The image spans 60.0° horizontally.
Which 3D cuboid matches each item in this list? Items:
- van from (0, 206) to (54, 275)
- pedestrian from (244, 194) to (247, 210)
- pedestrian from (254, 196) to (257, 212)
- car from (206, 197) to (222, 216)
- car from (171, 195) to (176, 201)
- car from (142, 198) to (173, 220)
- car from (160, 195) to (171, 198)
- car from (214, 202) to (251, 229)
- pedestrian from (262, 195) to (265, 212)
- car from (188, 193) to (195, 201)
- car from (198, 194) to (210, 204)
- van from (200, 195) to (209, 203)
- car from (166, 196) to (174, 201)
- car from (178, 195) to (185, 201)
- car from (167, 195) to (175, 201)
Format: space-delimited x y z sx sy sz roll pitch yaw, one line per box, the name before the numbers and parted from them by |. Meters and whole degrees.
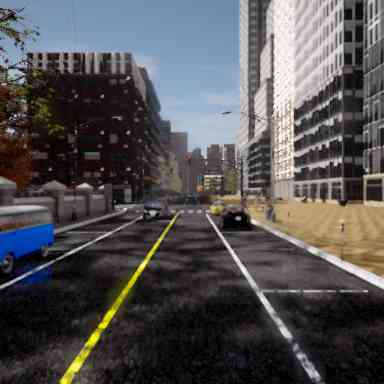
van | -5.696 1.347 10.116 1.690 1.788 3.998 0 0 0
pedestrian | 6.125 1.180 38.530 0.375 1.860 0.375 0 0 0
pedestrian | 7.126 1.320 37.330 0.375 1.860 0.375 0 0 0
car | 2.678 1.556 32.819 1.752 1.417 4.829 0 0 0
car | -5.714 1.677 81.639 2.008 1.369 4.403 0 0 0
car | -3.070 1.518 28.719 2.128 1.511 4.902 0 0 0
car | -5.709 1.636 65.059 2.008 1.369 4.403 0 0 0
car | 2.681 1.582 21.383 1.947 1.339 4.313 0 0 0
pedestrian | 8.126 1.301 37.930 0.375 1.860 0.375 0 0 0
car | -0.023 1.628 89.671 1.994 1.385 4.181 0 0 0
car | 2.669 1.400 65.062 2.192 1.841 5.009 0 0 0
van | 2.668 1.439 70.588 1.690 1.788 3.998 0 0 0
car | -5.716 1.687 87.165 1.887 1.381 4.507 0 0 0
car | -3.024 1.699 95.556 2.033 1.411 5.357 0 0 0
car | -5.718 1.598 92.693 1.967 1.590 4.097 0 0 0
